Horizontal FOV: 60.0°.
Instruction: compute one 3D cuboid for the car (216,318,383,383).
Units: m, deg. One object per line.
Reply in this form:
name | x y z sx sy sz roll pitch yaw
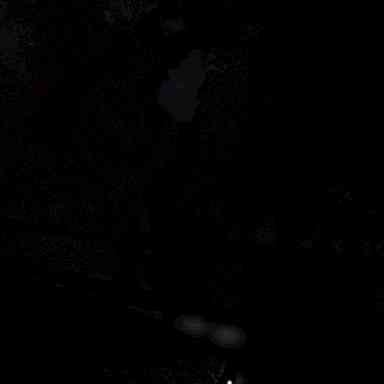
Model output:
car | 2.162 1.569 2.143 4.181 1.385 1.994 1 0 36
